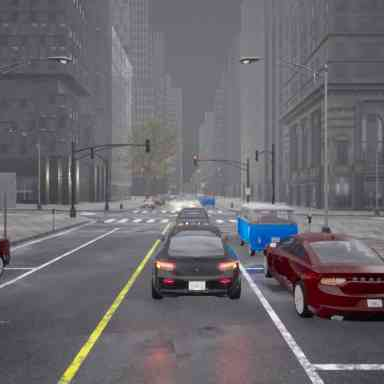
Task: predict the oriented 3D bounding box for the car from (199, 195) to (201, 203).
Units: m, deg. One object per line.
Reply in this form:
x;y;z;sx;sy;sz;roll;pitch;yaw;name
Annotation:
2.582;1.597;56.177;1.947;1.339;4.313;0;0;0;car

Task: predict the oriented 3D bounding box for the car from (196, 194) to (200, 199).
2.530;1.602;72.417;2.008;1.369;4.403;0;0;0;car

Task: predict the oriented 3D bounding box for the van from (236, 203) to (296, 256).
2.739;1.343;12.780;1.690;1.788;3.998;0;0;0;van

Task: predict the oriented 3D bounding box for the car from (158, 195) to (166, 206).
-5.942;1.576;55.918;1.887;1.381;4.507;0;0;0;car

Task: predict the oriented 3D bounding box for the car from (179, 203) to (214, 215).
0.043;1.551;17.895;2.033;1.411;5.357;0;0;0;car

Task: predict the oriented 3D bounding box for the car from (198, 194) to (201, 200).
2.565;1.582;61.590;1.887;1.381;4.507;0;0;0;car

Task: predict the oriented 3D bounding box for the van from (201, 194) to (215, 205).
2.601;1.367;50.764;1.690;1.788;3.998;0;0;0;van

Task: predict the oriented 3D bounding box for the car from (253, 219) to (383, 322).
2.755;1.546;7.254;1.887;1.381;4.507;0;0;0;car

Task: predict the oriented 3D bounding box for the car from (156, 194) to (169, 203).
-5.958;1.352;61.208;2.192;1.841;5.009;0;0;0;car

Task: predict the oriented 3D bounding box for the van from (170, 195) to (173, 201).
-6.010;1.398;77.074;1.690;1.788;3.998;0;0;0;van

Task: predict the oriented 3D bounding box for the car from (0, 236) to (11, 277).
-5.800;1.545;7.245;1.887;1.381;4.507;0;0;0;car

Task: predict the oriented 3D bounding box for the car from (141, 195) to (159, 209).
-5.913;1.547;45.168;1.752;1.417;4.829;0;0;0;car

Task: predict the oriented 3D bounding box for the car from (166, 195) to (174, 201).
-6.062;1.607;92.771;1.752;1.417;4.829;0;0;0;car

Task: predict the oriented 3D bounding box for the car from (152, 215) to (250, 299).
0.081;1.527;8.306;1.812;1.442;4.674;0;0;0;car

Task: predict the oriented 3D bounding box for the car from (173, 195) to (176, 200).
-6.045;1.639;87.651;1.947;1.339;4.313;0;0;0;car
